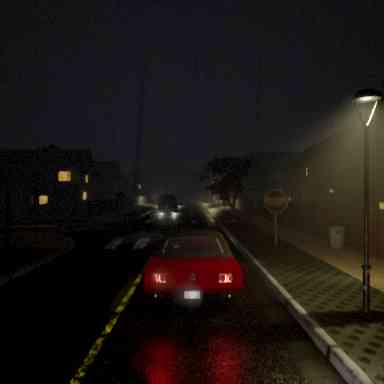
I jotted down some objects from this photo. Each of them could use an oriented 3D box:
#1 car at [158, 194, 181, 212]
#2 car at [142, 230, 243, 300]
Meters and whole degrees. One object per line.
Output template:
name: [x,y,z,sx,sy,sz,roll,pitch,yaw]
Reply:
car: [-2.891,1.296,40.954,2.150,2.045,5.566,0,0,0]
car: [0.022,1.606,8.329,1.895,1.301,4.718,0,0,0]
